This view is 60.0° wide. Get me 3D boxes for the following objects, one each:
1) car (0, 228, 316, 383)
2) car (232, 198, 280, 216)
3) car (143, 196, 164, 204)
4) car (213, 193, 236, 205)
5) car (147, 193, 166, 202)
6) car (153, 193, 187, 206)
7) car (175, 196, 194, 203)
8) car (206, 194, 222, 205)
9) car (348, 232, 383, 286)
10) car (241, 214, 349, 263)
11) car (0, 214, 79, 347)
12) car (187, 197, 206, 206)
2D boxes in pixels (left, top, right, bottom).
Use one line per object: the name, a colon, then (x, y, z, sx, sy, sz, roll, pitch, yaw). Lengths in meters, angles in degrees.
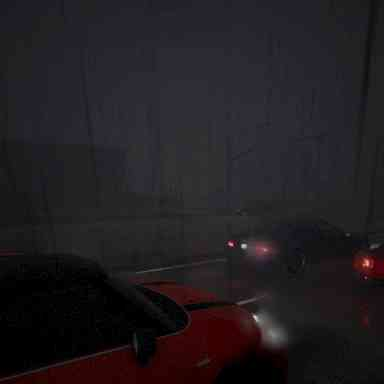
car: (-1.252, 1.352, 2.854, 4.553, 1.767, 2.097, 0, 0, -35)
car: (6.255, 1.546, 30.848, 2.033, 1.411, 5.357, 0, 0, 40)
car: (-7.650, 1.504, 65.753, 1.837, 1.490, 4.892, 0, 0, -36)
car: (5.659, 1.221, 59.287, 2.150, 2.045, 5.566, 0, 0, -36)
car: (-8.463, 1.220, 78.817, 2.150, 2.045, 5.566, 0, 0, -36)
car: (-3.629, 1.222, 54.184, 2.150, 2.045, 5.566, 0, 0, -35)
car: (-1.631, 1.563, 69.436, 1.994, 1.385, 4.181, 0, 0, -36)
car: (2.404, 1.546, 57.797, 2.033, 1.411, 5.357, 0, 0, -36)
car: (6.079, 1.601, 8.122, 4.718, 1.301, 1.895, 0, 0, -35)
car: (3.507, 1.547, 10.593, 5.357, 1.411, 2.033, 0, 0, -35)
car: (-4.310, 1.352, 4.972, 4.553, 1.767, 2.097, 0, 0, -35)
car: (-0.596, 1.546, 55.968, 2.033, 1.411, 5.357, 0, 0, -36)
